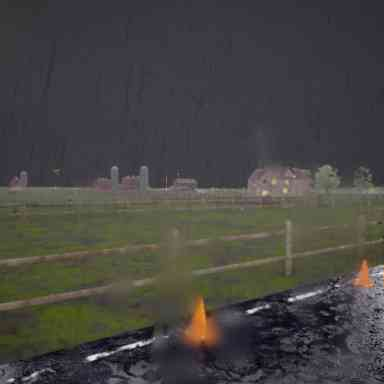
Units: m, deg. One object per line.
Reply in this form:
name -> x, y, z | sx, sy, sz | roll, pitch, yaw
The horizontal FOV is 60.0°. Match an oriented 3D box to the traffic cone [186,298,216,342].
traffic cone -> 0.138, 1.956, 5.219 | 0.340, 0.580, 0.340 | 0, 0, -35

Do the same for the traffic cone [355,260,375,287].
traffic cone -> 4.214, 1.955, 8.114 | 0.340, 0.580, 0.340 | 0, 0, -35
